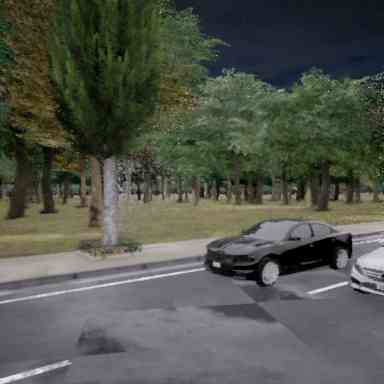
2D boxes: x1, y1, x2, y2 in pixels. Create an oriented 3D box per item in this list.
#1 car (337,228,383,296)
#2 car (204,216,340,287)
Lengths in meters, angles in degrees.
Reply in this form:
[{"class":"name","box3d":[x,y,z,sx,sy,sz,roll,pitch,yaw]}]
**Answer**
[{"class":"car","box3d":[5.573,1.555,7.681,4.674,1.442,1.812,0,0,-35]},{"class":"car","box3d":[2.631,1.502,9.559,5.008,1.535,1.882,0,0,-36]}]
